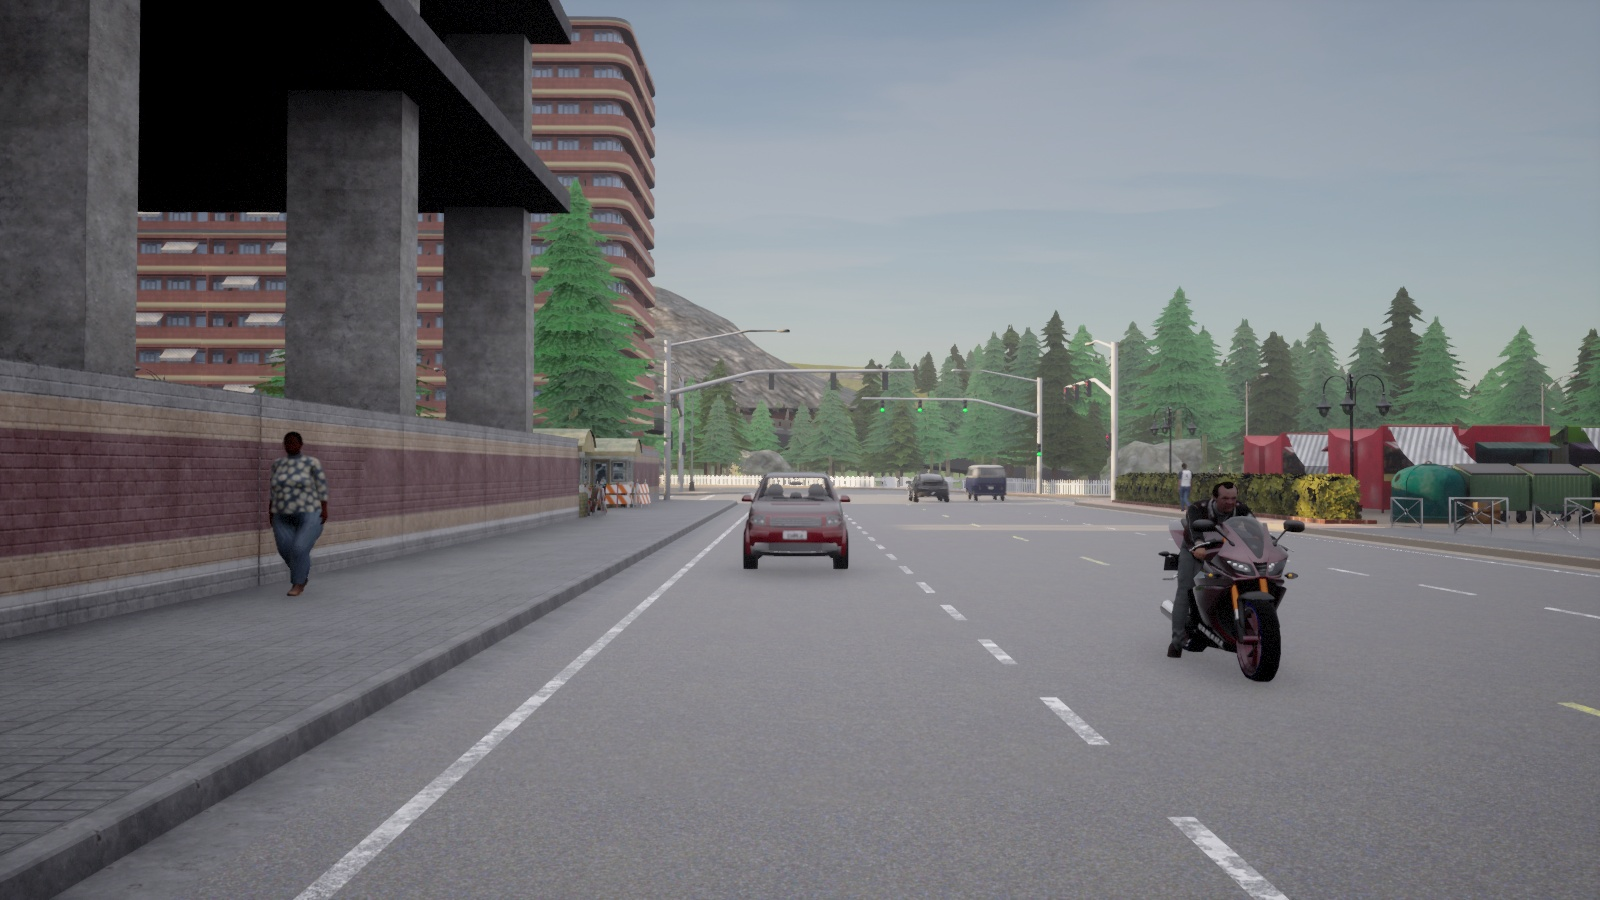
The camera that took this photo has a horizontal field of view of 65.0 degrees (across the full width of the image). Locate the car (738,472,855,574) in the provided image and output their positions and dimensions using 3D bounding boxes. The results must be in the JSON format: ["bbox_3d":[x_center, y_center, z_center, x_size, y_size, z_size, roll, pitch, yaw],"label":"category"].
[{"bbox_3d":[-0.058,1.145,20.974,1.789,1.549,3.705,0,-1,0],"label":"car"}]

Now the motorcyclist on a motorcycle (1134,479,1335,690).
[{"bbox_3d":[3.471,1.008,10.293,0.866,1.530,2.191,0,-1,0],"label":"motorcyclist on a motorcycle"}]

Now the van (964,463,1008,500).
[{"bbox_3d":[10.307,1.737,69.969,1.775,1.987,4.442,0,-1,0],"label":"van"}]

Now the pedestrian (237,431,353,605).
[{"bbox_3d":[-5.562,0.732,13.880,0.874,1.855,0.900,0,-1,4],"label":"pedestrian"}]

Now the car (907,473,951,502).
[{"bbox_3d":[6.817,1.953,66.812,1.837,1.490,4.892,0,-1,0],"label":"car"}]

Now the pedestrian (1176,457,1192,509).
[{"bbox_3d":[13.751,1.167,44.971,0.354,1.836,0.706,0,-1,0],"label":"pedestrian"}]
